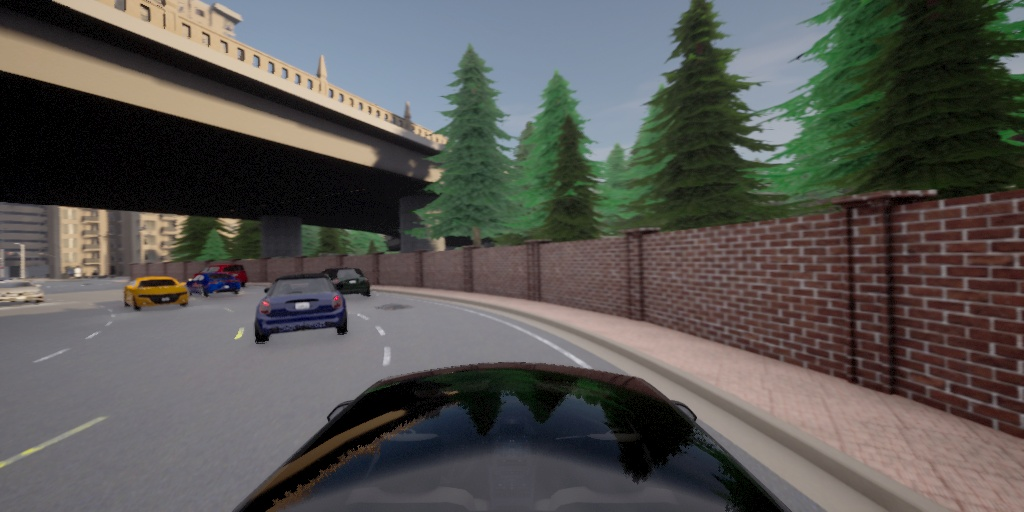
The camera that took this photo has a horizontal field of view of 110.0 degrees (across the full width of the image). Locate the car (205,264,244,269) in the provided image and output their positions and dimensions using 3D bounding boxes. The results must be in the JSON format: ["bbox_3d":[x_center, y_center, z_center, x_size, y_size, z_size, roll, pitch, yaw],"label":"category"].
[{"bbox_3d":[-25.320,1.791,31.128,5.566,2.045,2.150,-2,0,28],"label":"car"}]

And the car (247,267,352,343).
[{"bbox_3d":[-6.276,1.311,10.911,2.097,1.767,4.553,-2,0,-28],"label":"car"}]

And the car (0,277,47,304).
[{"bbox_3d":[-30.399,2.207,21.788,4.674,1.442,1.812,-2,0,28],"label":"car"}]

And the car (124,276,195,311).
[{"bbox_3d":[-18.000,1.794,18.108,5.008,1.535,1.882,-2,0,38],"label":"car"}]

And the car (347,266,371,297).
[{"bbox_3d":[-9.912,1.447,20.463,4.553,1.767,2.097,-2,0,45],"label":"car"}]

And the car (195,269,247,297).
[{"bbox_3d":[-20.258,1.879,24.213,5.008,1.535,1.882,-2,0,33],"label":"car"}]
